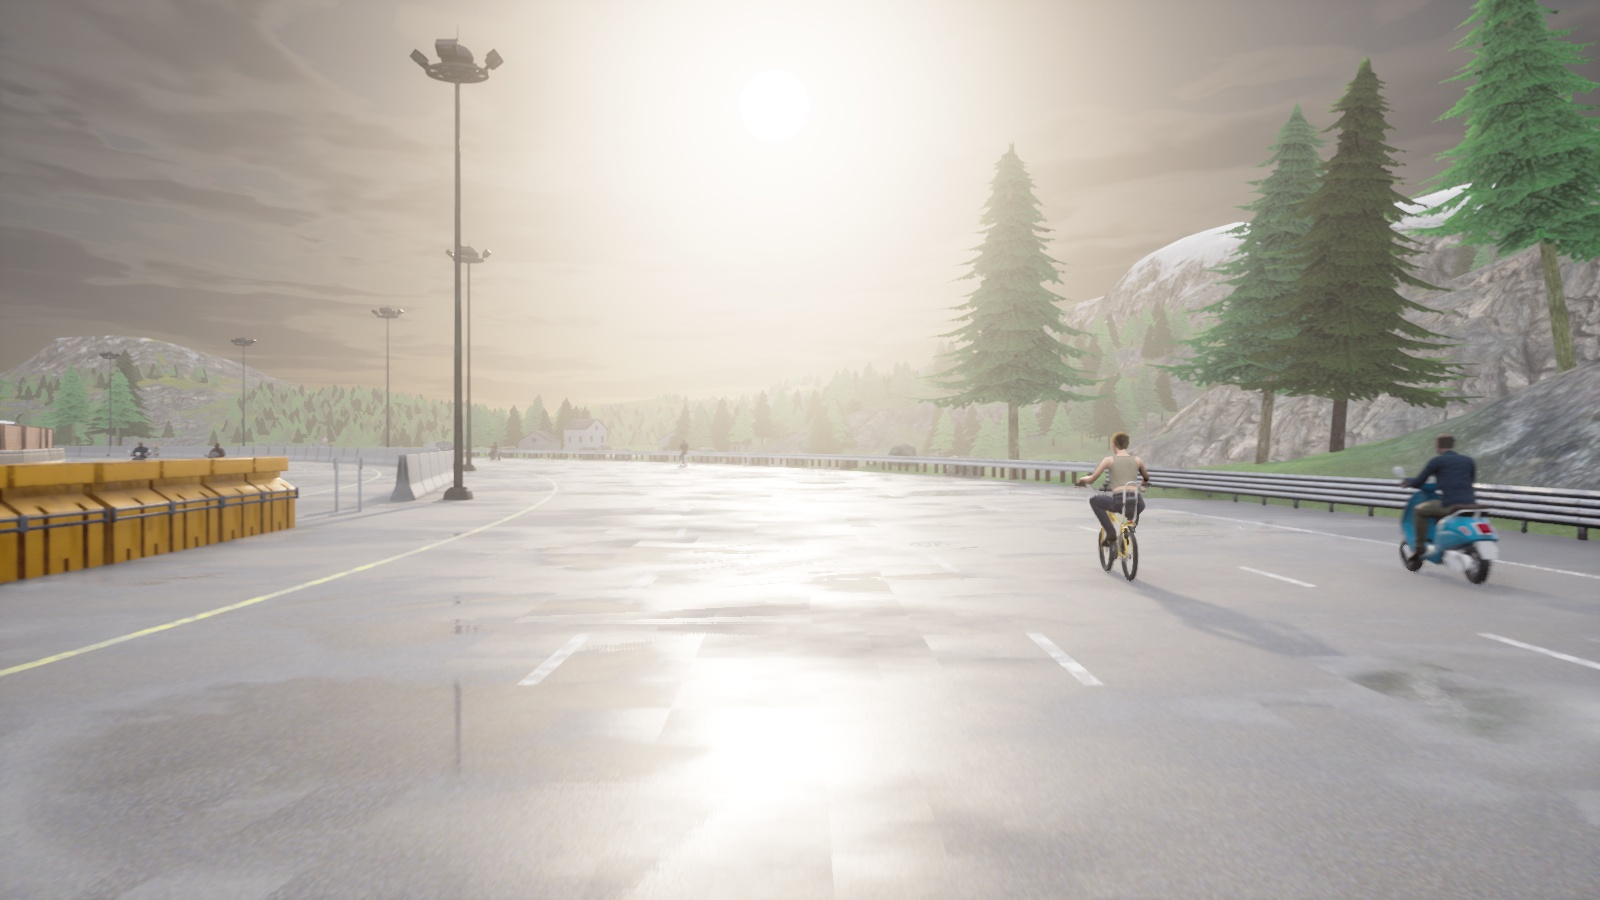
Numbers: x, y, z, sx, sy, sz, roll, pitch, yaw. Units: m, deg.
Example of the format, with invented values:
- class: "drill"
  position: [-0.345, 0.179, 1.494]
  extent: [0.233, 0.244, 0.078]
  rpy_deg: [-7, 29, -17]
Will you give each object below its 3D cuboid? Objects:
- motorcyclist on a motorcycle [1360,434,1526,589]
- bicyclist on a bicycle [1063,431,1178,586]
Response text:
- class: "motorcyclist on a motorcycle"
  position: [7.023, 0.627, 13.832]
  extent: [0.866, 1.590, 1.817]
  rpy_deg: [-1, 0, -1]
- class: "bicyclist on a bicycle"
  position: [3.512, 0.608, 13.889]
  extent: [0.866, 1.612, 1.509]
  rpy_deg: [0, 0, -1]
